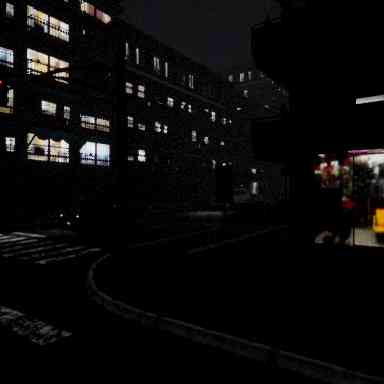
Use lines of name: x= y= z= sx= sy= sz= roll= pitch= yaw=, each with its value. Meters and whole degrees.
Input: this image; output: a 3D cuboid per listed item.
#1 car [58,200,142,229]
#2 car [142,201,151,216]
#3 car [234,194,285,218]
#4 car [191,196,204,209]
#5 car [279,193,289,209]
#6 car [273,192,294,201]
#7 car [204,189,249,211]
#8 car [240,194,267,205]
car: x=-5.516 y=1.365 z=20.022 sx=1.895 sy=1.301 sz=4.718 roll=0 pitch=1 yaw=35
car: x=-4.966 y=1.264 z=25.524 sx=1.947 sy=1.339 sz=4.313 roll=1 pitch=1 yaw=35
car: x=5.289 y=1.118 z=25.173 sx=1.887 sy=1.381 sz=4.507 roll=1 pitch=1 yaw=35
car: x=1.664 y=1.081 z=34.707 sx=1.947 sy=1.339 sz=4.313 roll=1 pitch=1 yaw=35
car: x=8.492 y=1.065 z=29.841 sx=1.802 sy=1.307 sz=4.206 roll=1 pitch=1 yaw=35
car: x=14.710 y=0.719 z=53.210 sx=1.947 sy=1.339 sz=4.313 roll=1 pitch=1 yaw=35
car: x=3.907 y=0.722 z=33.409 sx=2.150 sy=2.045 sz=5.566 roll=0 pitch=1 yaw=35
car: x=8.187 y=0.916 z=43.957 sx=1.802 sy=1.307 sz=4.206 roll=1 pitch=1 yaw=35
